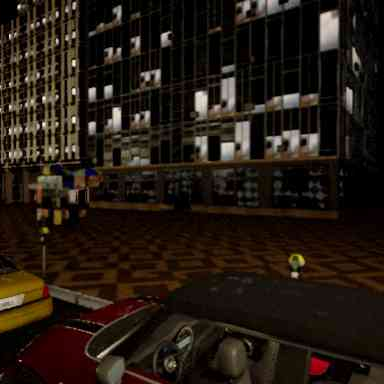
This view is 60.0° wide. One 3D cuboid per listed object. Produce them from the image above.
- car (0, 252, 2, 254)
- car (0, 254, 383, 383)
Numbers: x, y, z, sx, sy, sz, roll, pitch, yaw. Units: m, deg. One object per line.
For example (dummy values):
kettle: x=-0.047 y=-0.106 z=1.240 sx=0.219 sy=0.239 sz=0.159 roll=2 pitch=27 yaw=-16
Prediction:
car: x=-4.450 y=1.490 z=5.872 sx=4.829 sy=1.417 sz=1.752 roll=0 pitch=1 yaw=34
car: x=0.264 y=1.423 z=2.673 sx=4.097 sy=1.590 sz=1.967 roll=0 pitch=1 yaw=34
